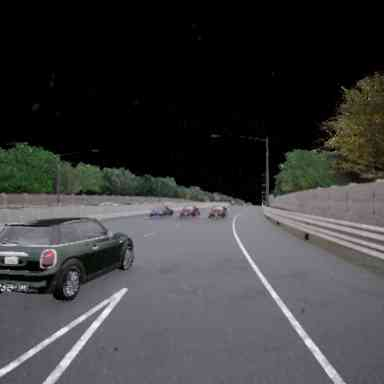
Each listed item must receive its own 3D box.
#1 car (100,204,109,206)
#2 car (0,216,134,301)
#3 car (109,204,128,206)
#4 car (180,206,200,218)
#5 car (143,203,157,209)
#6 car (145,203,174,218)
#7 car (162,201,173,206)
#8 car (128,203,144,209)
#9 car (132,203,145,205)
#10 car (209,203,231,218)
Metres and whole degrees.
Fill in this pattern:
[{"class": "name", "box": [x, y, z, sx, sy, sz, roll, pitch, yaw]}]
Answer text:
[{"class": "car", "box": [-16.678, 2.960, 64.460, 2.033, 1.411, 5.357, 0, -1, 12]}, {"class": "car", "box": [-3.228, 1.445, 8.860, 2.097, 1.767, 4.553, 0, -1, 12]}, {"class": "car", "box": [-13.250, 2.950, 63.790, 2.033, 1.411, 5.357, 0, -1, 12]}, {"class": "car", "box": [-0.227, 2.370, 40.426, 1.812, 1.442, 4.674, 0, -1, 12]}, {"class": "car", "box": [-10.016, 3.337, 79.272, 1.994, 1.385, 4.181, 0, -1, 12]}, {"class": "car", "box": [-3.653, 2.404, 41.144, 2.033, 1.411, 5.357, 0, -1, 12]}, {"class": "car", "box": [-6.855, 3.319, 94.456, 1.994, 1.385, 4.181, 0, -1, 12]}, {"class": "car", "box": [-13.451, 3.337, 79.944, 2.033, 1.411, 5.357, 0, -1, 12]}, {"class": "car", "box": [-9.835, 2.894, 63.075, 1.837, 1.490, 4.892, 0, -1, 12]}, {"class": "car", "box": [3.200, 2.358, 39.714, 1.812, 1.442, 4.674, 0, -1, 12]}]
